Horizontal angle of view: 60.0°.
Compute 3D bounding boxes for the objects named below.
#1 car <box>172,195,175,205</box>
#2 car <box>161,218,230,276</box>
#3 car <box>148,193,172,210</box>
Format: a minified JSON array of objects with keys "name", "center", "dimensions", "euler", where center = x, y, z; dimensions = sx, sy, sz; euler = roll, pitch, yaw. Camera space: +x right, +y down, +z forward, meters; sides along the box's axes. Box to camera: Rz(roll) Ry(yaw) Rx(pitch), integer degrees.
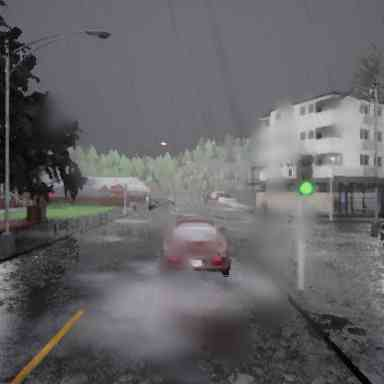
[{"name":"car","center":[-4.045,1.310,57.159],"dimensions":[2.097,1.767,4.553],"euler":[0,0,0]},{"name":"car","center":[0.093,1.518,10.182],"dimensions":[1.812,1.442,4.674],"euler":[0,0,0]},{"name":"car","center":[-4.085,1.187,41.625],"dimensions":[2.150,2.045,5.566],"euler":[0,1,0]}]
